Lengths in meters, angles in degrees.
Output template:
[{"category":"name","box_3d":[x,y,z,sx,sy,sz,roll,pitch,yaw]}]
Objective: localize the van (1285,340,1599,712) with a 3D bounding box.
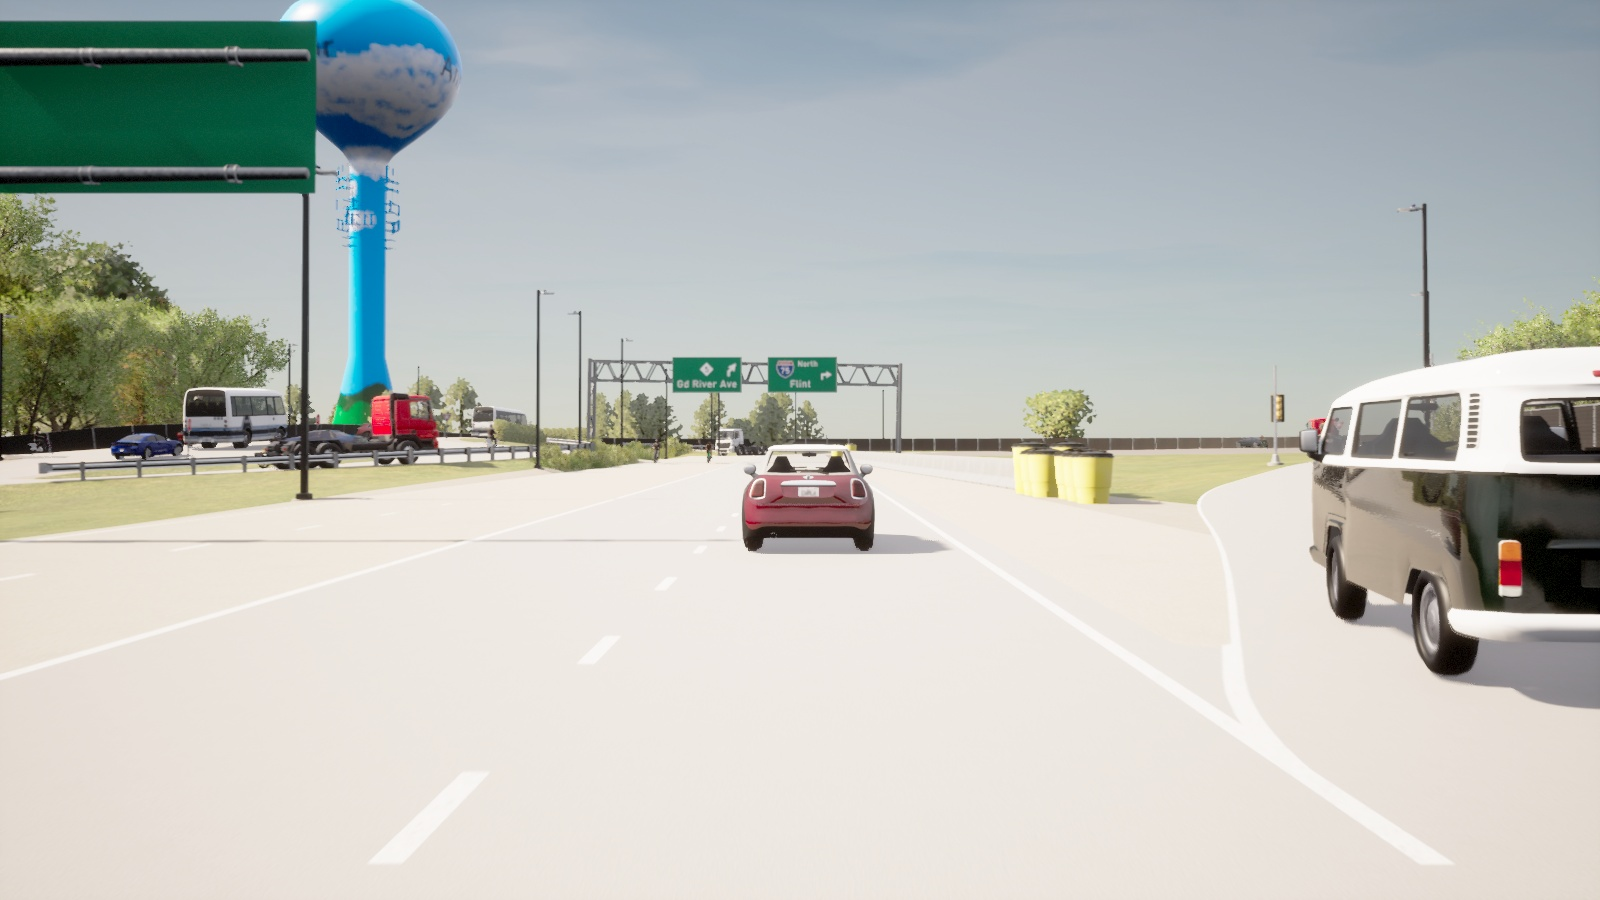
[{"category":"van","box_3d":[5.040,0.394,9.041,2.069,2.038,4.480,-1,0,10]}]

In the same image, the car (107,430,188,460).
[{"category":"car","box_3d":[-39.463,-0.341,76.092,1.882,1.535,5.008,0,3,6]}]

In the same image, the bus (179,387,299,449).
[{"category":"bus","box_3d":[-40.254,-2.405,90.646,3.944,4.253,10.273,0,2,0]}]

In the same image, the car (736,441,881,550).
[{"category":"car","box_3d":[0.122,0.613,18.921,1.970,1.475,3.806,0,0,0]}]

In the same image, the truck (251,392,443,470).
[{"category":"truck","box_3d":[-21.281,-0.965,59.370,7.936,3.462,2.891,-3,2,-44]}]

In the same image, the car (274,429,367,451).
[{"category":"car","box_3d":[-31.877,-0.675,83.601,5.357,1.411,2.033,0,3,2]}]
